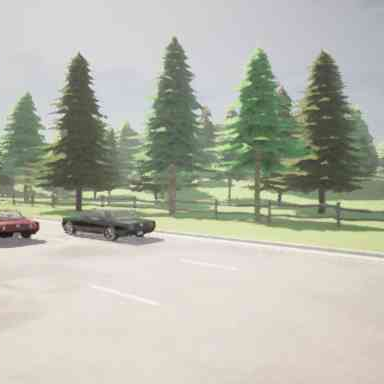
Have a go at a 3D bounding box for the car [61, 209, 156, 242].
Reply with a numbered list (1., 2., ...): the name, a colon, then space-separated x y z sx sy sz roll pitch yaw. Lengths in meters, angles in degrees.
1. car: -4.012 1.437 15.462 4.718 1.301 1.895 1 1 36

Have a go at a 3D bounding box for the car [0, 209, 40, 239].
1. car: -8.776 1.391 14.562 4.718 1.301 1.895 1 1 36
